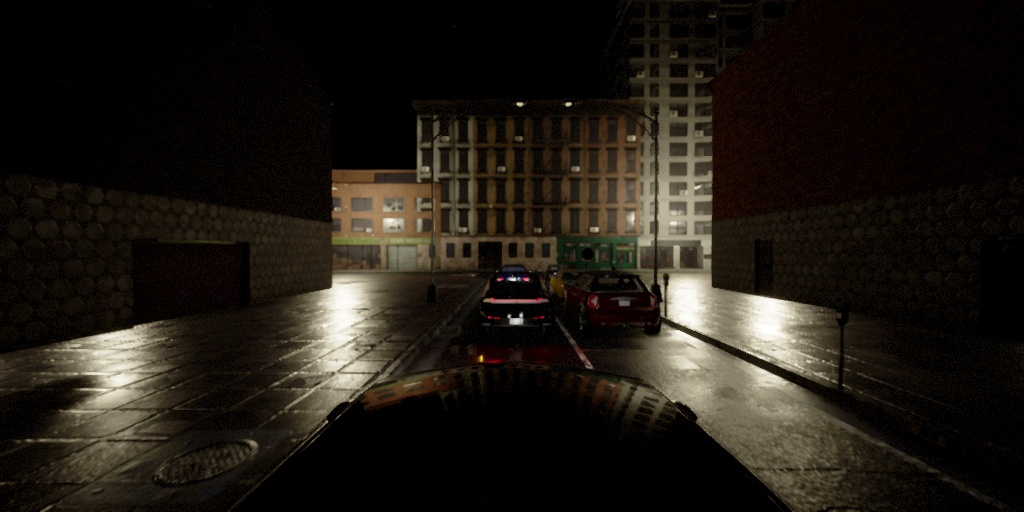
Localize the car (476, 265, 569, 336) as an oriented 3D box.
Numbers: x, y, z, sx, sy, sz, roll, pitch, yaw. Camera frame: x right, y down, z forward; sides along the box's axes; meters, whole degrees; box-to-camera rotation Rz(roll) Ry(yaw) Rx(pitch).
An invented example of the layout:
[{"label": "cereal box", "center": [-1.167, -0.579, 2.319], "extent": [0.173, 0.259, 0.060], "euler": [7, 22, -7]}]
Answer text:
[{"label": "car", "center": [0.086, 1.164, 10.078], "extent": [2.128, 1.511, 4.902], "euler": [0, 0, 0]}]

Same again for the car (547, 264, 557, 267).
[{"label": "car", "center": [2.611, 1.145, 15.958], "extent": [1.751, 1.417, 4.829], "euler": [0, 0, 0]}]

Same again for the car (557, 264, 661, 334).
[{"label": "car", "center": [2.622, 1.110, 10.313], "extent": [1.967, 1.591, 4.097], "euler": [0, 0, 0]}]
